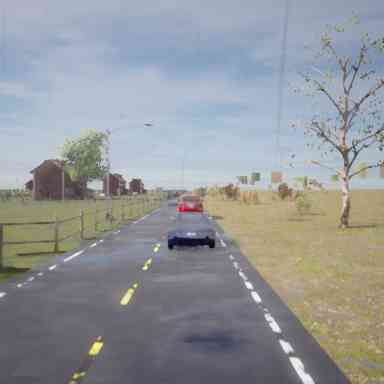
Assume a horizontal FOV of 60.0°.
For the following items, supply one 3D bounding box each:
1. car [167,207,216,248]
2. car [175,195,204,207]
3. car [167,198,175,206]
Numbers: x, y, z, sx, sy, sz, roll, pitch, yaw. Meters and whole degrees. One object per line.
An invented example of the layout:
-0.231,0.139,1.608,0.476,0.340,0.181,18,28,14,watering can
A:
-0.029,1.570,14.654,1.994,1.385,4.181,0,0,0,car
-0.081,1.249,29.685,2.150,2.045,5.566,0,0,0,car
-2.915,1.619,53.616,1.895,1.301,4.718,0,0,0,car
